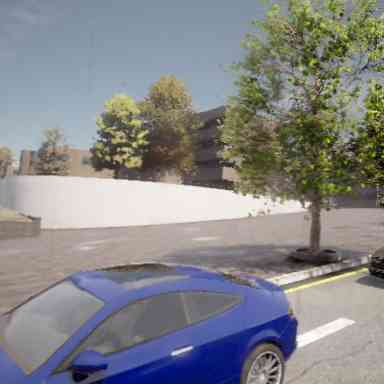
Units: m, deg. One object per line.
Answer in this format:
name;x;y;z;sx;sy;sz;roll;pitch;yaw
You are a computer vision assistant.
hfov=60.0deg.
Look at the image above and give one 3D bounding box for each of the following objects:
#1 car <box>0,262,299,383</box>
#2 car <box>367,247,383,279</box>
car;-0.811;1.554;3.414;4.674;1.442;1.812;0;0;-36
car;6.922;1.578;9.095;5.357;1.411;2.033;0;0;-37
